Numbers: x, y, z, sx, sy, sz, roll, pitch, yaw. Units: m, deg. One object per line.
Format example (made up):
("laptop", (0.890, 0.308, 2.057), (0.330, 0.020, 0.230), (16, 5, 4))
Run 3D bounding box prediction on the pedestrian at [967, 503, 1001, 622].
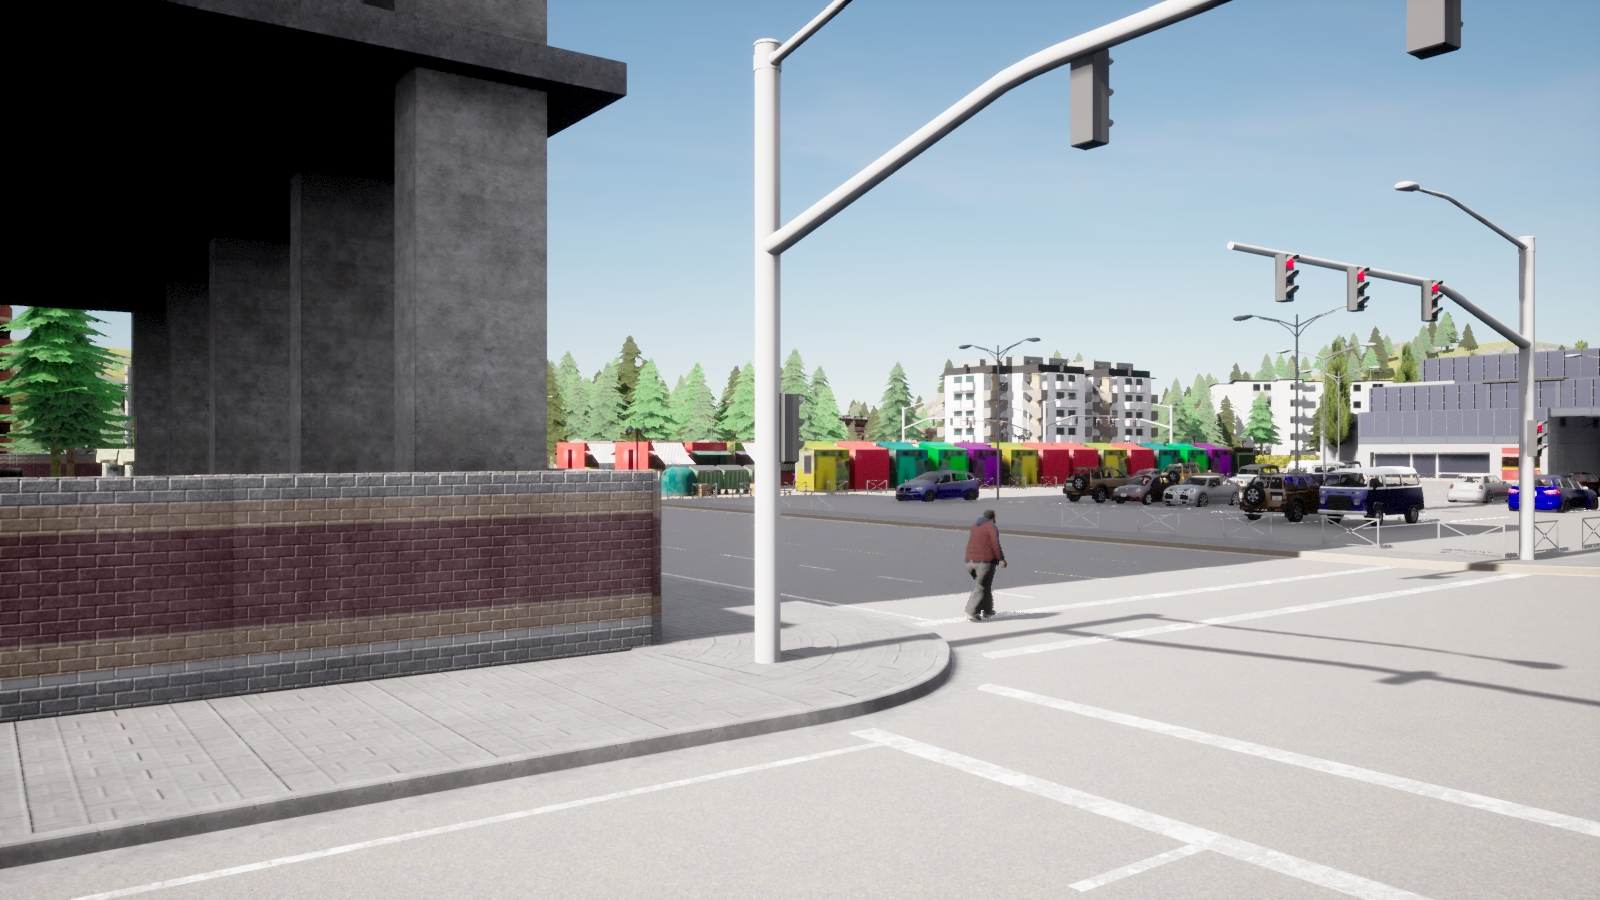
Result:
("pedestrian", (2.947, 1.793, 18.309), (0.375, 1.860, 0.375), (0, 0, -29))
